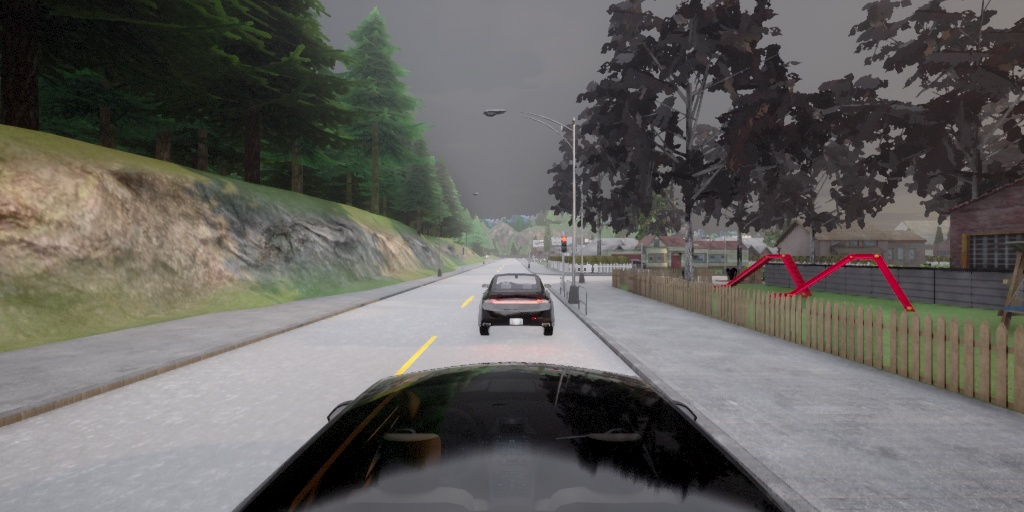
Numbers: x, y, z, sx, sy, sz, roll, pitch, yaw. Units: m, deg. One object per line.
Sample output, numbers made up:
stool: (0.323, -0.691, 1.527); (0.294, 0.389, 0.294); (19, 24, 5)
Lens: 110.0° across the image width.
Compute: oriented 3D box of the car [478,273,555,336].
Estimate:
car: (0.128, 1.242, 10.383); (2.128, 1.511, 4.902); (0, 0, 1)
